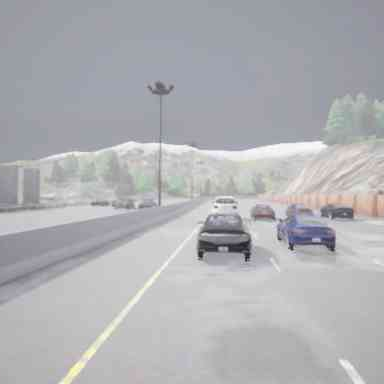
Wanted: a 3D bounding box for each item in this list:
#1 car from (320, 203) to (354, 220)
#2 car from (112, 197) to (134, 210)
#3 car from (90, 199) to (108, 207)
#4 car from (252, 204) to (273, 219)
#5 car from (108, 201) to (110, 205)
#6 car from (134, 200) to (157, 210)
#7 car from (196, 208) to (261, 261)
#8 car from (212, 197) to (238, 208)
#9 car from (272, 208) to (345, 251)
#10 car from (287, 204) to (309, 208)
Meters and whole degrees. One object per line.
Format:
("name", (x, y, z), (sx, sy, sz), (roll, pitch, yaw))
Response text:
("car", (13.684, 1.810, 31.721), (1.882, 1.535, 5.008), (0, 0, 5))
("car", (-9.714, 1.599, 48.032), (2.097, 1.767, 4.553), (0, 0, 5))
("car", (-15.939, 1.863, 57.705), (1.895, 1.301, 4.718), (0, 0, 5))
("car", (6.632, 1.836, 31.490), (1.994, 1.385, 4.181), (0, 0, 5))
("car", (-12.440, 1.854, 57.641), (1.994, 1.385, 4.181), (0, 0, 5))
("car", (-6.262, 1.820, 47.395), (2.033, 1.411, 5.357), (0, 0, 5))
("car", (1.244, 1.592, 12.841), (2.128, 1.511, 4.902), (0, 0, 6))
("car", (3.021, 1.456, 30.351), (2.150, 2.045, 5.566), (0, 0, 5))
("car", (4.965, 1.670, 14.871), (1.812, 1.442, 4.674), (0, 0, 6))
("car", (10.144, 1.827, 31.542), (1.812, 1.442, 4.674), (0, 0, 5))
